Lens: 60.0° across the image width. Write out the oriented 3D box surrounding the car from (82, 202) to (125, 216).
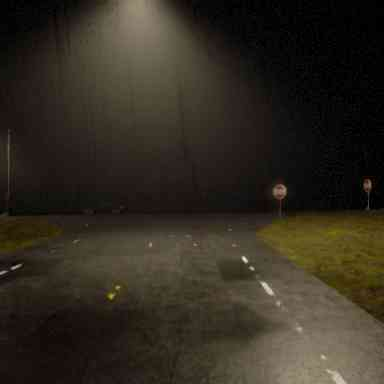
[{"bbox_3d":[-8.831,1.694,33.447,4.181,1.385,1.994,0,-3,0],"label":"car"}]
